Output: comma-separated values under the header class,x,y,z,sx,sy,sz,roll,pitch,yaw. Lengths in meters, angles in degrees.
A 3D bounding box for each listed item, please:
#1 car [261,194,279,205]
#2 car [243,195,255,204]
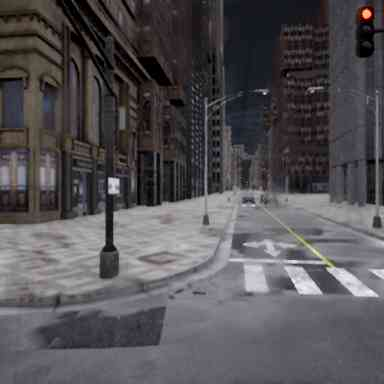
class,x,y,z,sx,sy,sz,roll,pitch,yaw
car,11.152,1.088,46.988,1.812,1.442,4.674,0,1,9
car,8.552,1.086,50.143,2.033,1.411,5.357,0,1,8
